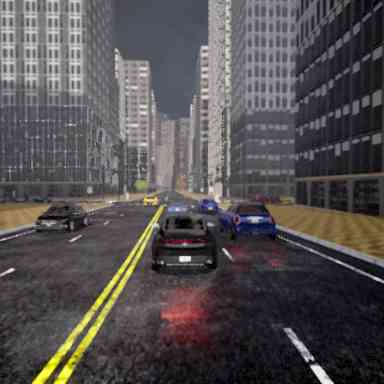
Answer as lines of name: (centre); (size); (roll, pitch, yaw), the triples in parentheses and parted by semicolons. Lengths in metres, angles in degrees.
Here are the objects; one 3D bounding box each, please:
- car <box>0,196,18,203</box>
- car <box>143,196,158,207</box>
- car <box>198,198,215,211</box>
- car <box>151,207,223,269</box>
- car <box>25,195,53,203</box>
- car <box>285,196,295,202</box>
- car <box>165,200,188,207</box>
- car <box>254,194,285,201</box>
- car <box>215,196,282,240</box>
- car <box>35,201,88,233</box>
car: (-31.570, 1.221, 56.021); (4.206, 1.307, 1.802); (0, 1, -2)
car: (-5.856, 1.278, 47.683); (1.882, 1.535, 5.008); (0, 0, -3)
car: (1.620, 1.376, 33.959); (1.812, 1.442, 4.674); (0, 0, -4)
car: (-0.288, 1.461, 10.965); (1.837, 1.490, 4.892); (0, 0, -3)
car: (-25.889, 1.243, 56.240); (4.313, 1.339, 1.947); (0, 1, -2)
car: (18.081, 1.317, 66.740); (4.829, 1.417, 1.752); (0, 1, -3)
car: (-1.317, 1.428, 28.812); (2.033, 1.411, 5.357); (0, 0, -4)
car: (12.996, 1.242, 58.122); (5.009, 1.841, 2.192); (0, 1, -3)
car: (2.655, 1.277, 16.770); (2.097, 1.767, 4.553); (0, 0, -3)
car: (-7.445, 1.443, 19.389); (1.837, 1.490, 4.892); (0, 0, -4)
